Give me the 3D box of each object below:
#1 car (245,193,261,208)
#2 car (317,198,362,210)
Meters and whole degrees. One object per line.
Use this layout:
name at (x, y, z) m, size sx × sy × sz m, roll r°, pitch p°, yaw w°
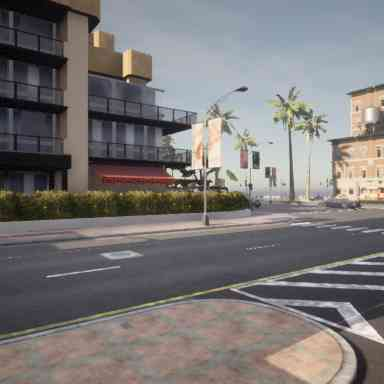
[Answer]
car at (7.430, 1.221, 48.080) m, size 2.150 × 2.045 × 5.566 m, roll 0°, pitch 0°, yaw -35°
car at (19.289, 1.547, 43.665) m, size 2.033 × 1.411 × 5.357 m, roll 0°, pitch 0°, yaw -35°
